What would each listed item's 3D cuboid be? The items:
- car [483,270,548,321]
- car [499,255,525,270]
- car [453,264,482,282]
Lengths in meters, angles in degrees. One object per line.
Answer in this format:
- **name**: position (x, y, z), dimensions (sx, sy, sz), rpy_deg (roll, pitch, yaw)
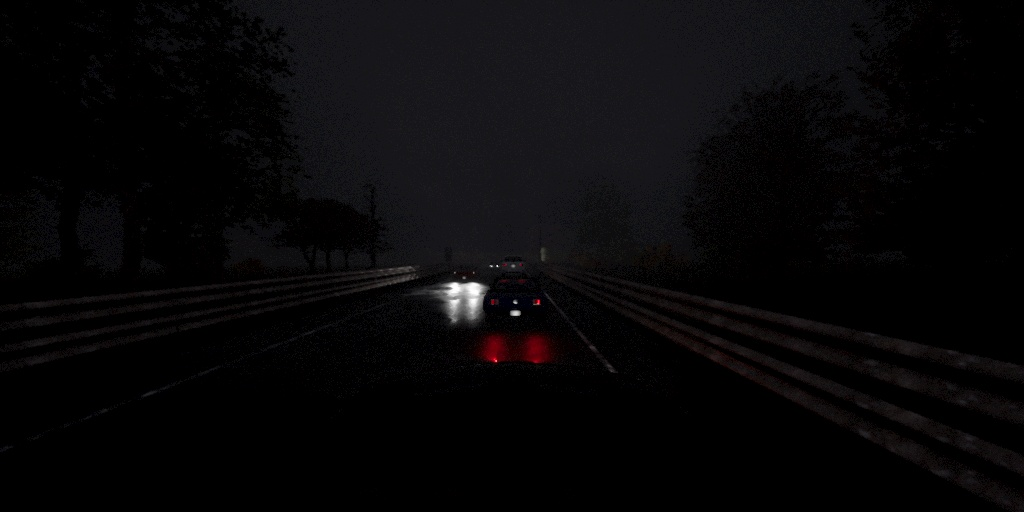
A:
- **car**: position (0.105, 1.345, 12.477), dimensions (1.895, 1.301, 4.718), rpy_deg (0, 0, 0)
- **car**: position (0.111, 0.952, 34.746), dimensions (2.150, 2.045, 5.566), rpy_deg (0, 0, 0)
- **car**: position (-3.590, 1.334, 29.142), dimensions (1.895, 1.301, 4.718), rpy_deg (0, 0, 0)
